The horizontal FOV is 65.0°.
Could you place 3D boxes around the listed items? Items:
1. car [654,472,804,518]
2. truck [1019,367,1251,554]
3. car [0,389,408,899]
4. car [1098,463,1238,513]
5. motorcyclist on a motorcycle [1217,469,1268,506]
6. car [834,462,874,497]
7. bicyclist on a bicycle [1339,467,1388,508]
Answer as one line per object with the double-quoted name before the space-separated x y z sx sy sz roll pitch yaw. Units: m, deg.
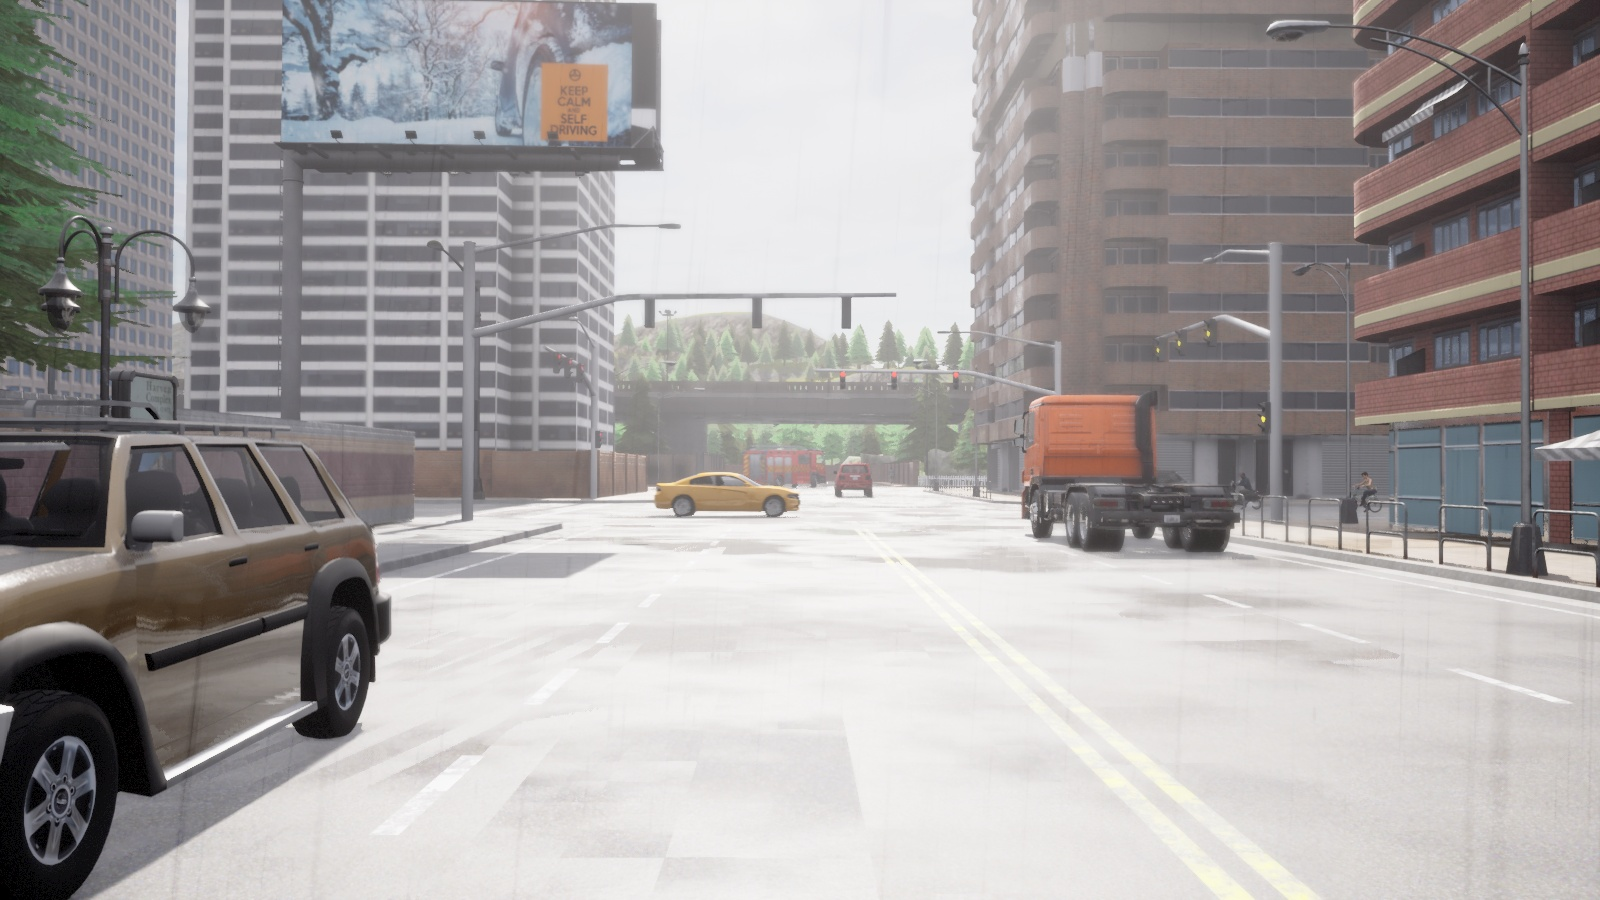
"car" -2.373 1.519 42.819 5.008 1.535 1.882 0 -1 0
"truck" 6.917 0.263 27.349 2.891 3.462 7.936 0 -1 0
"car" -3.519 0.741 5.896 1.932 1.855 4.605 0 0 0
"car" 13.508 1.394 46.281 4.553 1.767 2.097 0 -1 0
"motorcyclist on a motorcycle" 18.769 1.585 53.265 1.817 1.590 0.866 0 -1 0
"car" 3.280 1.814 77.256 2.150 2.045 5.566 0 -1 0
"bicyclist on a bicycle" 22.322 1.495 49.752 1.509 1.612 0.866 0 -1 0
